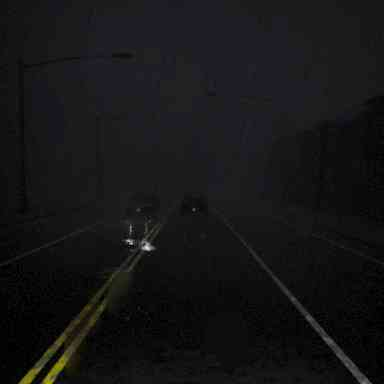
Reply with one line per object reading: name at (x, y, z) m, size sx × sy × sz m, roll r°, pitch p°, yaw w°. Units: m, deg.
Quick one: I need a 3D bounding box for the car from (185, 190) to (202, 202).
car at (0.153, 0.458, 40.213) m, size 1.994 × 1.385 × 4.181 m, roll 0°, pitch 1°, yaw 0°

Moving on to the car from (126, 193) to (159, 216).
car at (-3.463, 0.840, 23.944) m, size 2.128 × 1.511 × 4.902 m, roll 0°, pitch 1°, yaw 0°

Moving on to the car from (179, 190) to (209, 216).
car at (0.137, 0.842, 23.554) m, size 2.128 × 1.511 × 4.902 m, roll 0°, pitch 2°, yaw 0°
